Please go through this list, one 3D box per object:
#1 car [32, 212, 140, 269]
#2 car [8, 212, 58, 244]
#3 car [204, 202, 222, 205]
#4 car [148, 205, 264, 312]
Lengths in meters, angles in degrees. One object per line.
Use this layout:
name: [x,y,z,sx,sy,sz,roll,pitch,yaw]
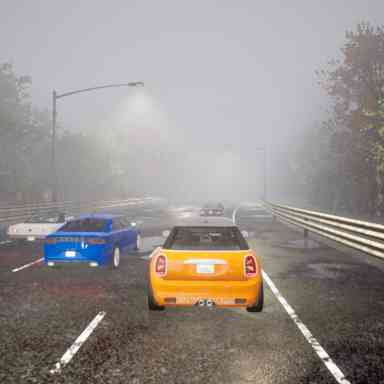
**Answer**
car: [-3.044,1.468,11.150,1.882,1.535,5.008,0,0,3]
car: [-6.306,1.581,15.550,1.895,1.301,4.718,0,0,4]
car: [1.681,1.536,26.488,2.033,1.411,5.357,0,0,8]
car: [0.321,1.348,7.877,2.097,1.767,4.553,0,0,2]
